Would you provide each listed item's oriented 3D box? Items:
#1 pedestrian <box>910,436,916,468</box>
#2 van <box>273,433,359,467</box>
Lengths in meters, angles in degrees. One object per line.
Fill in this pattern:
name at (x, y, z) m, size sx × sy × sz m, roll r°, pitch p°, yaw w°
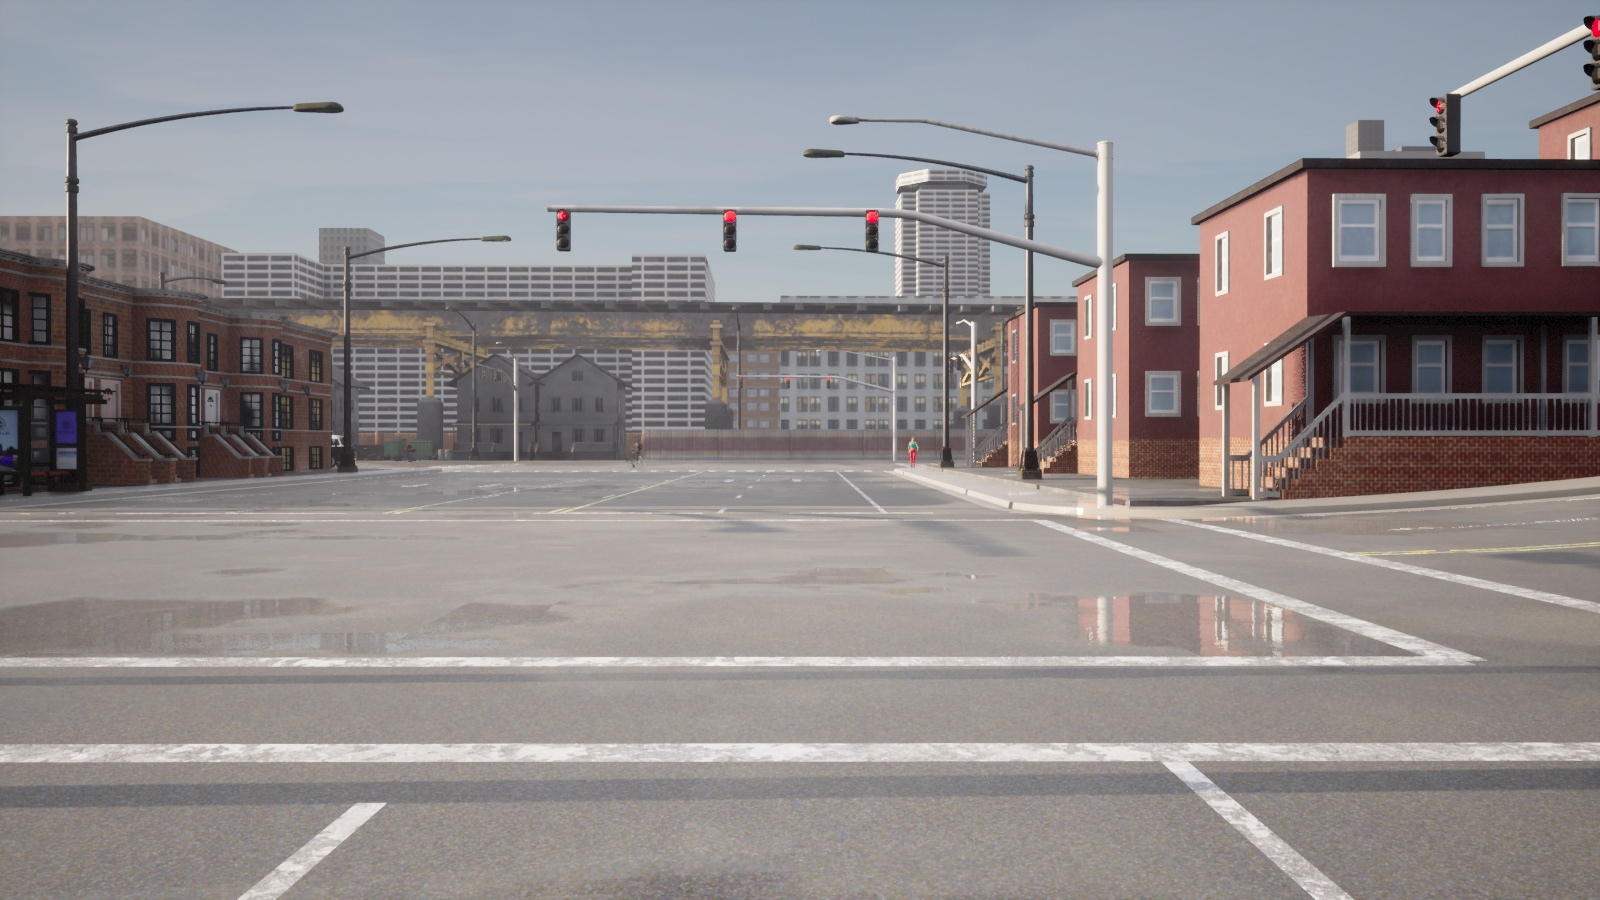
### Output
pedestrian at (6.545, 0.126, 72.688) m, size 0.345 × 1.836 × 0.594 m, roll 0°, pitch 0°, yaw 2°
van at (-29.763, 0.010, 77.297) m, size 4.480 × 2.038 × 2.069 m, roll 0°, pitch 0°, yaw 0°
